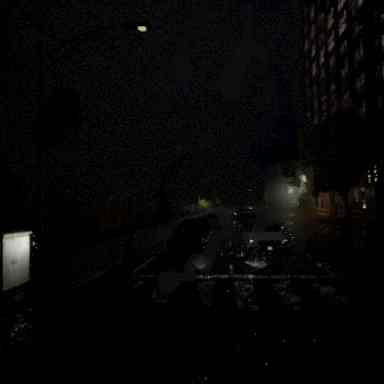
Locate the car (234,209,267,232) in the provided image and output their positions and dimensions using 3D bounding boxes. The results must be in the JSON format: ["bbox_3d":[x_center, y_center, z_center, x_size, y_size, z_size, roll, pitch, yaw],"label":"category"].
[{"bbox_3d":[4.395,2.318,25.078,1.882,1.535,5.008,-1,-2,6],"label":"car"}]

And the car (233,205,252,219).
[{"bbox_3d":[6.809,2.934,46.380,2.097,1.767,4.553,-1,-2,7],"label":"car"}]

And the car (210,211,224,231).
[{"bbox_3d":[1.512,2.589,28.532,1.994,1.385,4.181,-1,-2,6],"label":"car"}]

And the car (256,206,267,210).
[{"bbox_3d":[17.326,4.179,82.011,1.837,1.490,4.892,-1,-2,6],"label":"car"}]

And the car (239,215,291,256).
[{"bbox_3d":[3.338,2.031,15.509,1.812,1.442,4.674,-1,-2,6],"label":"car"}]

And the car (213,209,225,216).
[{"bbox_3d":[3.665,3.176,47.432,2.128,1.511,4.902,-1,-2,7],"label":"car"}]

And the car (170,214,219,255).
[{"bbox_3d":[0.164,2.078,16.387,1.882,1.535,5.008,-1,-2,6],"label":"car"}]

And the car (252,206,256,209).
[{"bbox_3d":[14.097,4.295,82.364,2.033,1.411,5.357,-1,-2,6],"label":"car"}]

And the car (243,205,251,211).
[{"bbox_3d":[15.239,4.482,92.720,1.812,1.442,4.674,-1,-2,6],"label":"car"}]

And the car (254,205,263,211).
[{"bbox_3d":[18.469,4.434,92.365,1.994,1.385,4.181,-1,-2,6],"label":"car"}]
